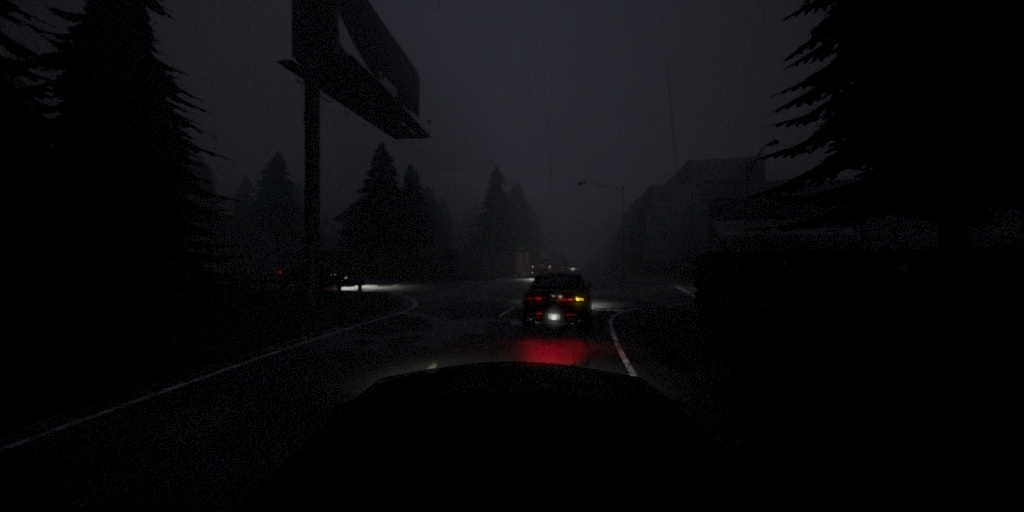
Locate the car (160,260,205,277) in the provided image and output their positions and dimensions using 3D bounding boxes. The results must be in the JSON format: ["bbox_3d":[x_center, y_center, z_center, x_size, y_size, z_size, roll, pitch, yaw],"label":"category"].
[{"bbox_3d":[-22.878,0.944,23.719,5.008,1.535,1.882,0,0,13],"label":"car"}]

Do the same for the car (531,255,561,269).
[{"bbox_3d":[3.107,1.041,33.849,2.097,1.767,4.553,0,0,14],"label":"car"}]

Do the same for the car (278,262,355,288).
[{"bbox_3d":[-11.498,1.066,21.137,4.181,1.385,1.994,0,0,13],"label":"car"}]

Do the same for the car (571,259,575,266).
[{"bbox_3d":[9.324,1.128,59.057,1.882,1.535,5.008,0,0,14],"label":"car"}]

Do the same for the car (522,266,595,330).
[{"bbox_3d":[1.510,1.238,11.166,1.837,1.490,4.892,0,0,11],"label":"car"}]

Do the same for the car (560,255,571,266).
[{"bbox_3d":[5.654,0.894,44.272,2.150,2.045,5.566,0,0,14],"label":"car"}]
